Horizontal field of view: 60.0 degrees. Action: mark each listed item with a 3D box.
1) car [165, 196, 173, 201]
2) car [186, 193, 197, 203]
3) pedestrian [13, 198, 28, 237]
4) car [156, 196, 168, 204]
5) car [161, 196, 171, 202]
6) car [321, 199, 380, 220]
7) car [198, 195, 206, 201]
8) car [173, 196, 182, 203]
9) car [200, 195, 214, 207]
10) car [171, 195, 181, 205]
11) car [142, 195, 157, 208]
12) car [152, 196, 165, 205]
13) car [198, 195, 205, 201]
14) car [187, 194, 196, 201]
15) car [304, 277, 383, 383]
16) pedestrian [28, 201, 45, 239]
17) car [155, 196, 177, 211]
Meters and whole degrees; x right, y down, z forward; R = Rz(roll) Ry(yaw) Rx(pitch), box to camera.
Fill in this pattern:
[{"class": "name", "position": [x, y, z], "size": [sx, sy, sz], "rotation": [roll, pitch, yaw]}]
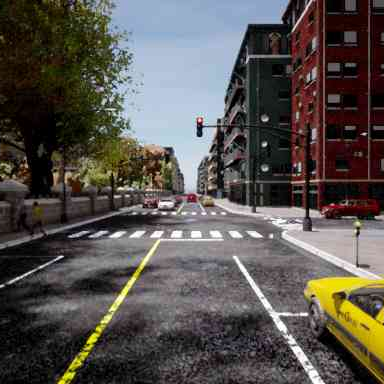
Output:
[{"class": "car", "position": [-5.831, 1.622, 85.826], "size": [1.802, 1.307, 4.206], "rotation": [0, 0, 0]}, {"class": "car", "position": [-0.116, 1.244, 72.436], "size": [2.150, 2.045, 5.566], "rotation": [0, 0, 0]}, {"class": "pedestrian", "position": [-8.332, 1.141, 16.295], "size": [0.375, 1.860, 0.375], "rotation": [0, 0, 0]}, {"class": "car", "position": [-5.796, 1.565, 63.685], "size": [1.887, 1.381, 4.507], "rotation": [0, 0, 0]}, {"class": "car", "position": [-5.814, 1.612, 74.755], "size": [1.802, 1.307, 4.206], "rotation": [0, 0, 0]}, {"class": "car", "position": [14.566, 1.590, 30.539], "size": [5.009, 1.841, 2.192], "rotation": [1, -1, 0]}, {"class": "car", "position": [2.549, 1.585, 85.840], "size": [1.887, 1.381, 4.507], "rotation": [0, 0, 0]}, {"class": "car", "position": [-3.114, 1.543, 71.255], "size": [1.812, 1.442, 4.674], "rotation": [0, 0, 0]}, {"class": "car", "position": [2.602, 1.537, 52.799], "size": [1.752, 1.417, 4.829], "rotation": [0, 0, 0]}, {"class": "car", "position": [-3.176, 1.558, 50.821], "size": [2.033, 1.411, 5.357], "rotation": [0, 0, 0]}, {"class": "car", "position": [-5.770, 1.323, 47.080], "size": [2.192, 1.841, 5.009], "rotation": [0, 0, 0]}, {"class": "car", "position": [-5.788, 1.456, 58.150], "size": [1.967, 1.590, 4.097], "rotation": [0, 0, 0]}, {"class": "car", "position": [2.540, 1.591, 91.375], "size": [1.887, 1.381, 4.507], "rotation": [0, 0, 0]}, {"class": "car", "position": [-0.133, 1.304, 82.796], "size": [2.097, 1.767, 4.553], "rotation": [0, 0, 0]}, {"class": "car", "position": [2.682, 1.525, 3.698], "size": [1.752, 1.417, 4.829], "rotation": [0, 0, 0]}, {"class": "pedestrian", "position": [-7.320, 1.294, 15.618], "size": [0.375, 1.860, 0.375], "rotation": [0, 0, 0]}, {"class": "car", "position": [-3.135, 1.531, 41.186], "size": [1.812, 1.442, 4.674], "rotation": [0, 0, -1]}]
